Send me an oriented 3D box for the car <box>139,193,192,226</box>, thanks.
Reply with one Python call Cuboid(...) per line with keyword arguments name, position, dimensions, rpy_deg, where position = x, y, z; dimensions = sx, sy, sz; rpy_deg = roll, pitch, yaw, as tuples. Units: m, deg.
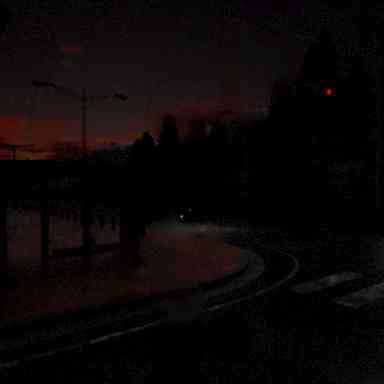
Cuboid(name="car", position=(-2.225, 1.111, 22.847), dimensions=(2.150, 2.045, 5.566), rpy_deg=(-1, 2, -35))
